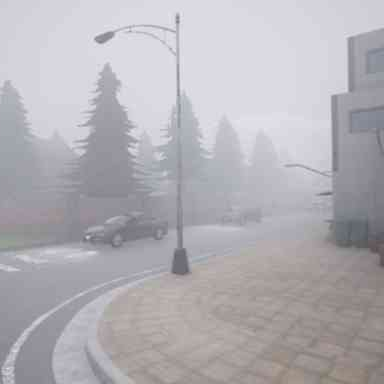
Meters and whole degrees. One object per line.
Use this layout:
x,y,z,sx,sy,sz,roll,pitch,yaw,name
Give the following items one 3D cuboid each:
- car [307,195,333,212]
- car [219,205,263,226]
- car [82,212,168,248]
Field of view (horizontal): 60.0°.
16.911,1.474,43.635,2.150,2.045,5.566,-1,-1,37,car
3.977,1.798,26.579,1.837,1.490,4.892,-1,0,37,car
-3.255,1.823,16.976,1.837,1.490,4.892,-1,0,37,car
